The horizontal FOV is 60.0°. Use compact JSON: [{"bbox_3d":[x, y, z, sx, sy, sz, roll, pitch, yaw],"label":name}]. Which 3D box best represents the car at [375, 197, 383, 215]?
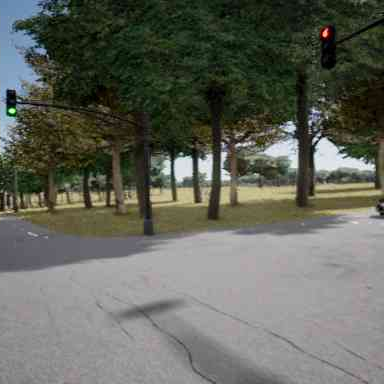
[{"bbox_3d":[12.131,0.452,18.355,4.902,1.511,2.128,-4,1,-31],"label":"car"}]
